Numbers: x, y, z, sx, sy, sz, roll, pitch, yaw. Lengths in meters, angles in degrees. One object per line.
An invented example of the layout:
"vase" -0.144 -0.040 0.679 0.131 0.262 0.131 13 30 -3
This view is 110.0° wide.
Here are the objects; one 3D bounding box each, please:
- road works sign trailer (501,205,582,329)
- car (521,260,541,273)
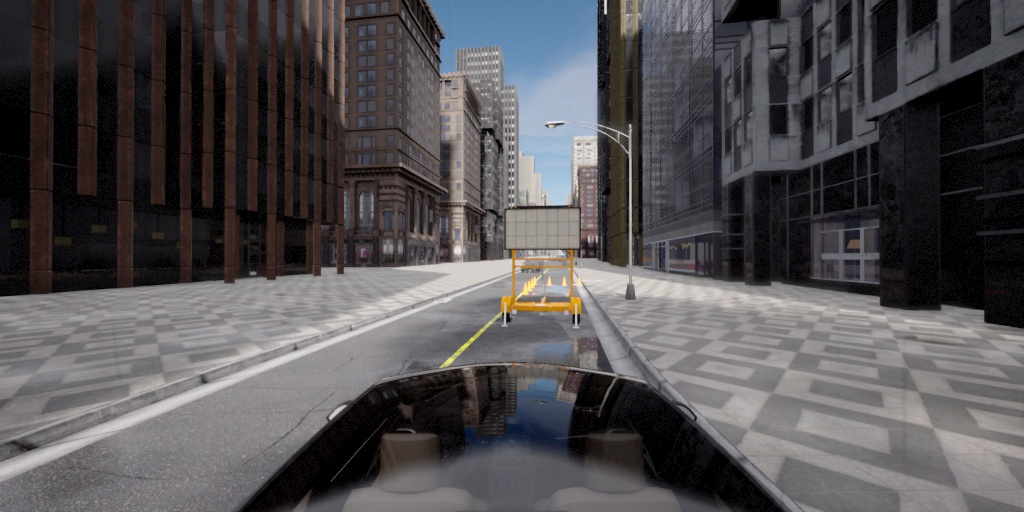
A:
"road works sign trailer" 0.976 0.211 11.411 2.380 3.560 2.880 0 0 8
"car" 2.241 1.046 41.577 2.097 1.767 4.553 0 0 8
